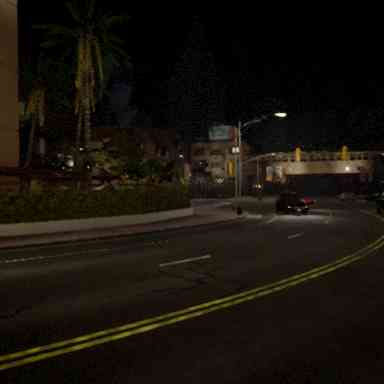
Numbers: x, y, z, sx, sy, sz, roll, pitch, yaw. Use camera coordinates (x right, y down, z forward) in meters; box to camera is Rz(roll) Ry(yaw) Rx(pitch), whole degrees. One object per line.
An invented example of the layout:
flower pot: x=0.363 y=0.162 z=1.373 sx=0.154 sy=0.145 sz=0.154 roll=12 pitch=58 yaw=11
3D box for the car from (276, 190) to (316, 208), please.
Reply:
car: x=11.352 y=0.909 z=36.446 sx=2.097 sy=1.767 sz=4.553 roll=-1 pitch=1 yaw=-27

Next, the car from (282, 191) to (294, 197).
car: x=25.446 y=0.425 z=88.281 sx=2.231 sy=1.521 sz=4.892 roll=0 pitch=1 yaw=27

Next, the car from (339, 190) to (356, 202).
car: x=25.474 y=0.794 z=54.782 sx=1.812 sy=1.442 sz=4.674 roll=0 pitch=1 yaw=18

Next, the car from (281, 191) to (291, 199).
car: x=20.371 y=0.623 z=71.846 sx=2.097 sy=1.535 sz=5.008 roll=0 pitch=1 yaw=17

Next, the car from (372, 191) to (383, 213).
car: x=16.546 y=0.829 z=27.016 sx=2.150 sy=2.045 sz=5.566 roll=0 pitch=1 yaw=19

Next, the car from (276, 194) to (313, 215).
car: x=8.668 y=1.174 z=29.219 sx=1.812 sy=1.442 sz=4.674 roll=0 pitch=1 yaw=0

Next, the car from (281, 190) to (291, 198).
car: x=22.170 y=0.423 z=78.014 sx=2.185 sy=1.767 sz=4.553 roll=0 pitch=1 yaw=17

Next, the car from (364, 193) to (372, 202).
car: x=28.060 y=0.845 z=51.352 sx=1.994 sy=1.385 sz=4.181 roll=0 pitch=1 yaw=18
